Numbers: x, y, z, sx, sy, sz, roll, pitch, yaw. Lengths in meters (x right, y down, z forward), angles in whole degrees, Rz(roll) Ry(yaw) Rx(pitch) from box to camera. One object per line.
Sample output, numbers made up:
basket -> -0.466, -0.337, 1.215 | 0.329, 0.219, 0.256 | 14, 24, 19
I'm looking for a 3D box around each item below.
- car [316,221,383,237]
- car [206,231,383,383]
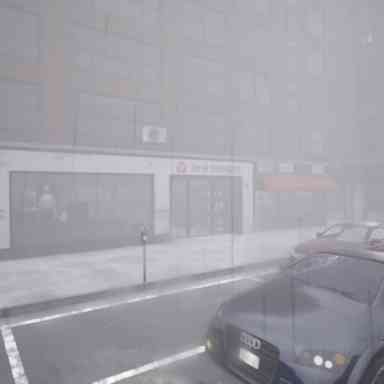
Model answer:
car -> 4.499, 1.500, 9.174 | 4.206, 1.307, 1.802 | -1, 0, -34
car -> 2.240, 1.524, 4.578 | 4.181, 1.385, 1.994 | -1, 0, -34
